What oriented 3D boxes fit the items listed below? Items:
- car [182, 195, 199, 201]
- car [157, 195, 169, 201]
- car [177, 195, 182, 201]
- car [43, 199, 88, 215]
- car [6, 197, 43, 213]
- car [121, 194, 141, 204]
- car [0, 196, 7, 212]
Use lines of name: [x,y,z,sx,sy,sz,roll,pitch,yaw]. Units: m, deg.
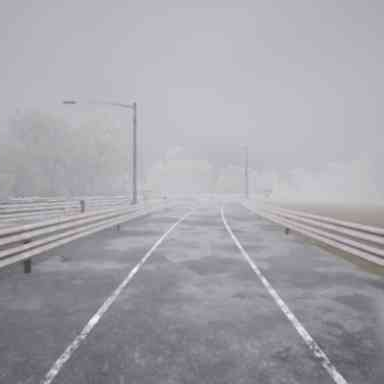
car: [0.083,1.403,76.238,2.033,1.411,5.357,0,0,16]
car: [-6.828,1.422,77.527,1.994,1.385,4.181,0,0,16]
car: [-2.261,1.399,80.704,1.812,1.442,4.674,0,0,16]
car: [-11.459,1.325,31.059,1.994,1.385,4.181,0,0,13]
car: [-14.947,1.326,31.492,1.994,1.385,4.181,0,0,13]
car: [-9.616,1.165,53.816,2.097,1.767,4.553,0,0,14]
car: [-18.454,1.115,31.884,2.097,1.767,4.553,0,0,13]
